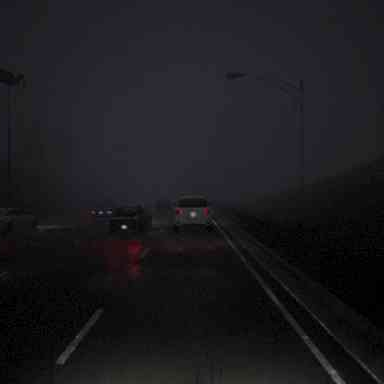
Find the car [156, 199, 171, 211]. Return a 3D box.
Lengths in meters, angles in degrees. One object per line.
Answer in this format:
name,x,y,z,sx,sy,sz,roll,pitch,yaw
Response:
car,-3.484,1.573,41.783,1.882,1.535,5.008,0,0,0

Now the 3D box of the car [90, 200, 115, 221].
car,-6.955,1.626,27.903,2.033,1.411,5.357,0,0,0

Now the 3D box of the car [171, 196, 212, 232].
car,0.059,1.265,20.632,2.150,2.045,5.566,0,0,0

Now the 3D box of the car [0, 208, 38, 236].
car,-10.426,1.596,18.677,1.812,1.442,4.674,0,0,0

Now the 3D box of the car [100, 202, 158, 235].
car,-3.431,1.542,19.207,2.128,1.511,4.902,0,0,0

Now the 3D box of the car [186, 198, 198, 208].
car,-0.001,1.628,50.790,1.812,1.442,4.674,0,0,0
